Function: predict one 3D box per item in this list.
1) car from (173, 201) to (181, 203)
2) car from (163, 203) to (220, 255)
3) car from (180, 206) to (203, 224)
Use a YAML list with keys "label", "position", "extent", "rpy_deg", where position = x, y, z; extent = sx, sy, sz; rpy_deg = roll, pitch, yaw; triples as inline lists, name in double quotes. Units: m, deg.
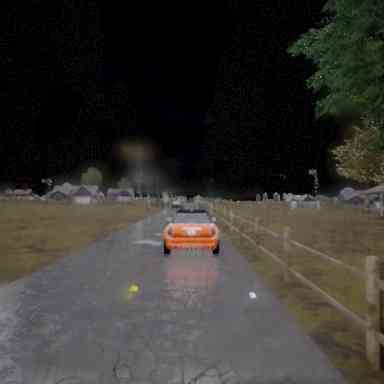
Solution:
- label: "car"
  position: [-2.817, 2.422, 62.302]
  extent: [1.882, 1.535, 5.008]
  rpy_deg: [0, -1, 0]
- label: "car"
  position: [-0.012, 1.500, 14.097]
  extent: [2.097, 1.767, 4.553]
  rpy_deg: [0, -1, 0]
- label: "car"
  position: [-0.027, 1.948, 29.141]
  extent: [1.895, 1.301, 4.718]
  rpy_deg: [0, -1, 0]
